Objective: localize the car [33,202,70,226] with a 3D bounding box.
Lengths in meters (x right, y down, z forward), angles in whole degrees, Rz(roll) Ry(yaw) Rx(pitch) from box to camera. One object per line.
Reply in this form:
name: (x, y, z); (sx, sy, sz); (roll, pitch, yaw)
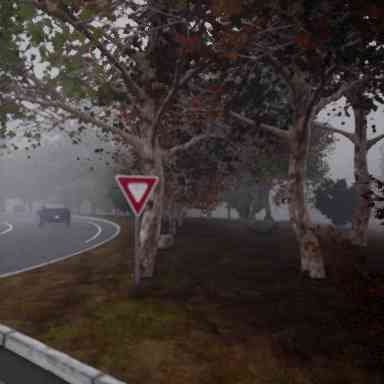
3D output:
car: (-9.836, 1.436, 23.235); (1.882, 1.535, 5.008); (1, 0, -30)
